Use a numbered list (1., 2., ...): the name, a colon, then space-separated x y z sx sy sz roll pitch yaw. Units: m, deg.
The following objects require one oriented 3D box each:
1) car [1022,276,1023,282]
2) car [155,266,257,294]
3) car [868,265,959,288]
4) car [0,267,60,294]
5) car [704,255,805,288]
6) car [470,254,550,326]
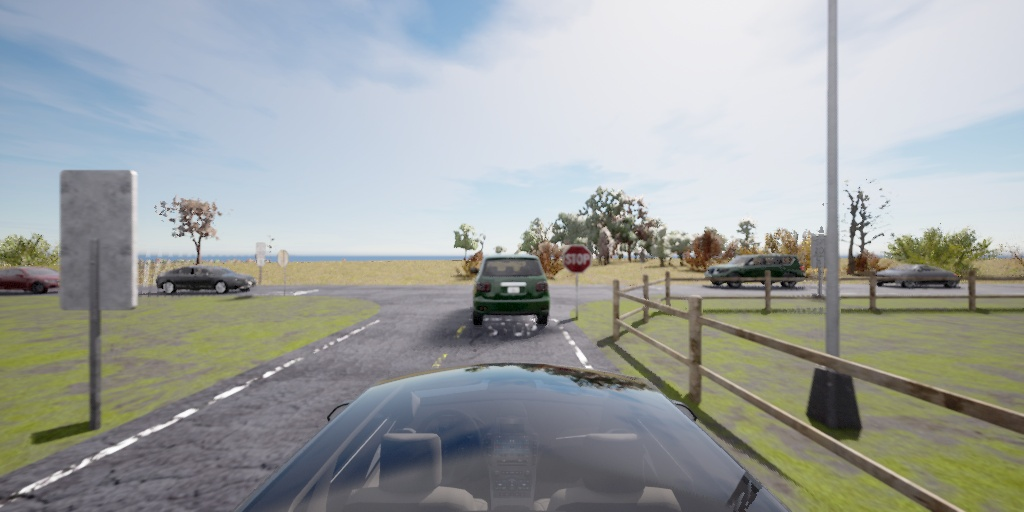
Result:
1. car: 35.629 1.174 22.700 4.902 1.511 2.128 0 0 1
2. car: -17.104 1.306 20.186 4.892 1.490 1.837 0 0 1
3. car: 25.420 1.260 22.797 4.181 1.385 1.994 0 0 0
4. car: -27.128 1.355 20.277 4.674 1.442 1.812 0 0 1
5. car: 15.379 0.938 22.880 5.566 2.045 2.150 0 0 0
6. car: -0.187 0.975 11.896 2.150 2.045 5.566 0 0 -5
